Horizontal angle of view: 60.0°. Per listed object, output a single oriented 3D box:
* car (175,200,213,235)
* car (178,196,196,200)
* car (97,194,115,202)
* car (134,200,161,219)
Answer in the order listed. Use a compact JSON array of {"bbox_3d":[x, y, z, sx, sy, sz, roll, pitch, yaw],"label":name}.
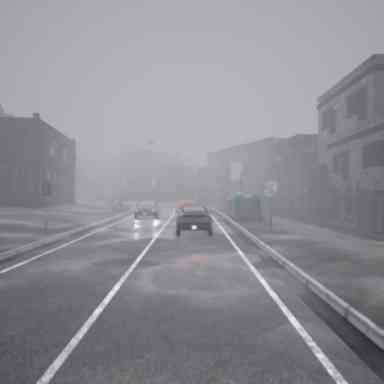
[{"bbox_3d":[0.106,1.429,18.426,1.837,1.490,4.892,0,0,0],"label":"car"},{"bbox_3d":[-0.511,1.194,39.194,2.097,1.767,4.553,0,0,-6],"label":"car"},{"bbox_3d":[-17.130,1.093,66.165,4.902,1.511,2.128,1,0,45],"label":"car"},{"bbox_3d":[-3.661,1.411,27.862,1.812,1.442,4.674,0,0,-1],"label":"car"}]
